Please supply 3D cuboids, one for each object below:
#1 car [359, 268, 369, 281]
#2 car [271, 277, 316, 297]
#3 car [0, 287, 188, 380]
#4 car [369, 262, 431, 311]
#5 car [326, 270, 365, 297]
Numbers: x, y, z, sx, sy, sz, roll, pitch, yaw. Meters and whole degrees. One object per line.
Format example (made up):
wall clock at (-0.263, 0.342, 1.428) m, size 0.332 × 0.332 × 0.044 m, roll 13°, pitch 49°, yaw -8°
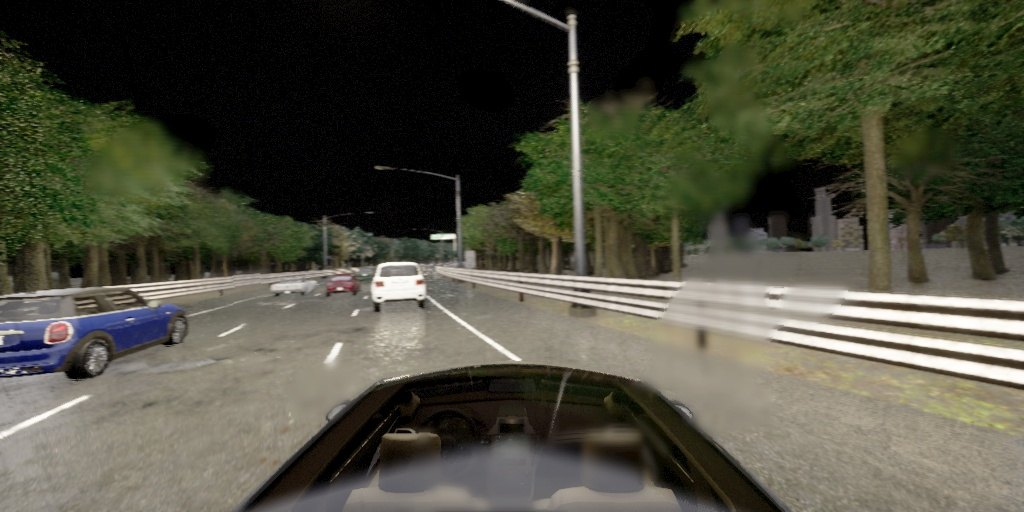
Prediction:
car at (-16.230, 2.095, 40.217) m, size 2.097 × 1.767 × 4.553 m, roll -2°, pitch -1°, yaw -16°
car at (-15.621, 2.156, 25.954) m, size 1.895 × 1.301 × 4.718 m, roll -2°, pitch -1°, yaw -18°
car at (-9.417, 1.488, 7.962) m, size 2.097 × 1.767 × 4.553 m, roll -2°, pitch -1°, yaw -20°
car at (-5.452, 1.341, 17.189) m, size 2.150 × 2.045 × 5.566 m, roll -2°, pitch -1°, yaw -19°
car at (-11.533, 1.933, 24.727) m, size 1.812 × 1.442 × 4.674 m, roll -2°, pitch -1°, yaw -18°
